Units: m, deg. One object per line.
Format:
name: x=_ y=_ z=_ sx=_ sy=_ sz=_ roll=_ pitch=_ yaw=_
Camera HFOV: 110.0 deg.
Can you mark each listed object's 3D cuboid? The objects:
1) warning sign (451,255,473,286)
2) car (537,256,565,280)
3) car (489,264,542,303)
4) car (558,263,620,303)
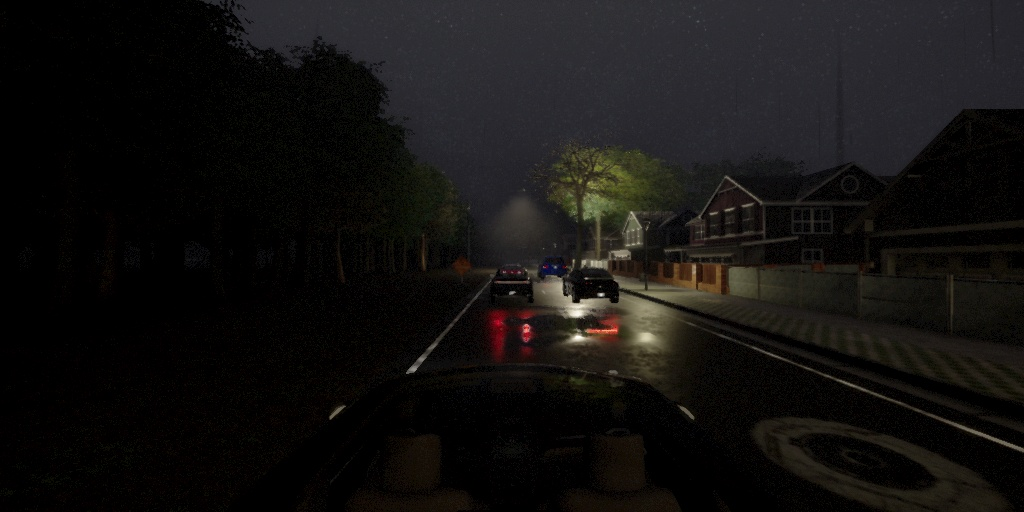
warning sign: x=-3.049 y=0.867 z=21.967 sx=1.300 sy=1.860 sz=1.060 roll=0 pitch=0 yaw=0
car: x=3.500 y=1.012 z=31.534 sx=2.150 sy=2.045 sz=5.566 roll=0 pitch=0 yaw=0
car: x=0.000 y=1.248 z=16.502 sx=2.128 sy=1.511 sz=4.902 roll=0 pitch=0 yaw=0
car: x=3.500 y=1.269 z=16.501 sx=1.837 sy=1.490 sz=4.892 roll=0 pitch=0 yaw=0
